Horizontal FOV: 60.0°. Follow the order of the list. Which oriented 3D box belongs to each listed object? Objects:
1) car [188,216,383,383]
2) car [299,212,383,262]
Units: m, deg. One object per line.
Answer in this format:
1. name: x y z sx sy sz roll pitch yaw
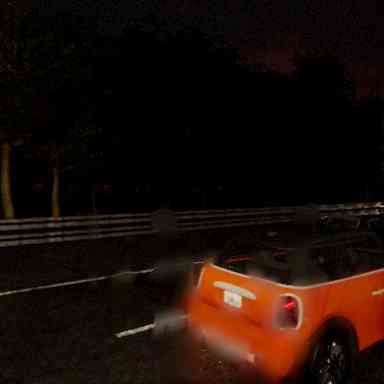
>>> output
1. car: 2.230 1.337 5.353 4.553 1.767 2.097 0 0 -36
2. car: 6.337 1.559 12.619 4.718 1.301 1.895 0 0 -36
